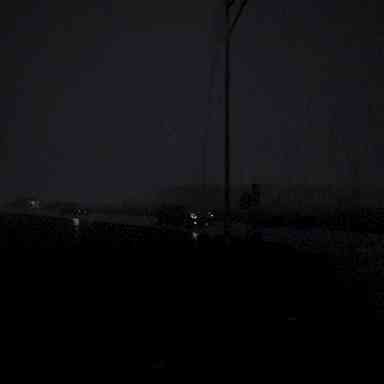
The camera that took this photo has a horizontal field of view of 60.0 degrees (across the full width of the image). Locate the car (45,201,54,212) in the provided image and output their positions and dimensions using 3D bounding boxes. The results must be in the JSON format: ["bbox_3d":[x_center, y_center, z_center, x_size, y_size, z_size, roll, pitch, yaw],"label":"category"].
[{"bbox_3d":[-18.093,1.929,44.845,4.902,1.511,2.128,-1,0,43],"label":"car"}]

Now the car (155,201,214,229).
[{"bbox_3d":[-0.589,1.534,23.096,2.097,1.767,4.553,-1,0,-43],"label":"car"}]

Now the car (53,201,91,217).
[{"bbox_3d":[-12.623,1.858,35.614,4.892,1.490,1.837,-1,0,45],"label":"car"}]

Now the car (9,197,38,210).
[{"bbox_3d":[-23.921,1.652,46.401,4.902,1.511,2.128,-1,0,42],"label":"car"}]
